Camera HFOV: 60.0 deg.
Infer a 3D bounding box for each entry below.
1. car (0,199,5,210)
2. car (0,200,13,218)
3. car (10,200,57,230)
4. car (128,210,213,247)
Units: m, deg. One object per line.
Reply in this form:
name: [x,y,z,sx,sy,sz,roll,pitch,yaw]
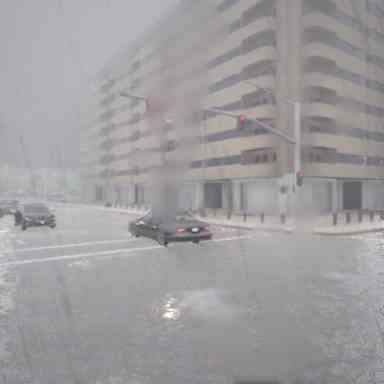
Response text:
car: [-26.074,1.620,44.004,1.895,1.301,4.718,0,0,-35]
car: [-16.704,1.499,30.630,2.128,1.511,4.902,0,0,-35]
car: [-10.007,1.503,21.120,1.837,1.490,4.892,0,0,-35]
car: [-1.195,1.532,15.179,2.033,1.411,5.357,0,0,-32]
